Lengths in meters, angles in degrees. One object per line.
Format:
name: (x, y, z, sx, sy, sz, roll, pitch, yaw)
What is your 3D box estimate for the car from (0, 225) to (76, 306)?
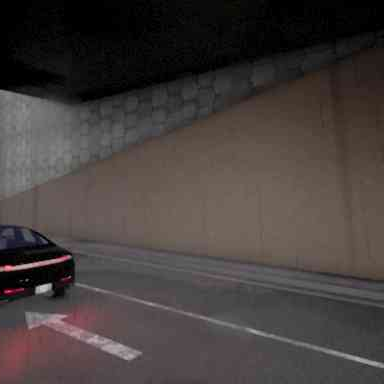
car: (-4.557, 1.468, 7.222, 4.902, 1.511, 2.128, 0, 0, 36)
